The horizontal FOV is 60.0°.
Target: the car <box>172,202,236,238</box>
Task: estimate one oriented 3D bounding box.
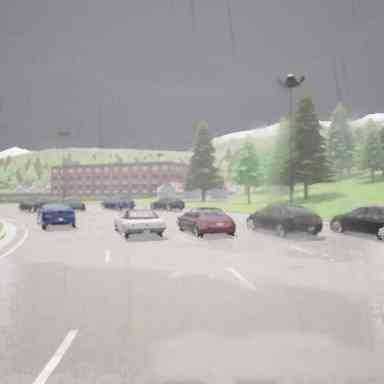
[{"bbox_3d":[0.633,1.454,17.334,1.994,1.385,4.181,0,0,-20],"label":"car"}]

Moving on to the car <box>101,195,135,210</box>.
[{"bbox_3d":[-8.416,1.184,37.747,2.097,1.767,4.553,-1,0,-45],"label":"car"}]

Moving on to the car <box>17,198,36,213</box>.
[{"bbox_3d":[-16.820,1.412,35.548,4.892,1.490,1.837,1,0,38],"label":"car"}]

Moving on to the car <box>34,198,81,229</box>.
[{"bbox_3d":[-8.742,1.411,21.275,1.882,1.535,5.008,0,0,-29],"label":"car"}]

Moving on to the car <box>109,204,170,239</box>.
[{"bbox_3d":[-2.843,1.517,17.139,1.895,1.301,4.718,0,0,-21],"label":"car"}]

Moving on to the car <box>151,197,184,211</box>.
[{"bbox_3d":[-2.730,1.304,36.842,1.837,1.490,4.892,-1,1,-40],"label":"car"}]

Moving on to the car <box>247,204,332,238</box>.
[{"bbox_3d":[4.519,1.369,16.917,1.837,1.490,4.892,1,0,-18],"label":"car"}]

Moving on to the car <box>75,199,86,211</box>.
[{"bbox_3d":[-13.852,1.437,37.582,4.181,1.385,1.994,0,0,40],"label":"car"}]

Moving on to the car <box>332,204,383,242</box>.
[{"bbox_3d":[8.532,1.349,15.475,1.837,1.490,4.892,1,0,-15],"label":"car"}]
